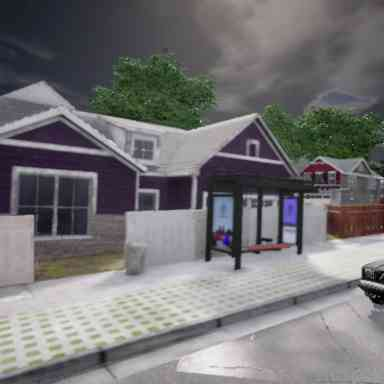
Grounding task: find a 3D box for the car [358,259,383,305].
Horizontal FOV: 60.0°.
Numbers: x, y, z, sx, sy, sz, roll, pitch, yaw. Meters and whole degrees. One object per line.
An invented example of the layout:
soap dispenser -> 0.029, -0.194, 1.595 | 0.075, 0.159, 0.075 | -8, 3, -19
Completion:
car -> 5.532, 1.635, 6.995 | 4.718, 1.301, 1.895 | 0, 0, -35
